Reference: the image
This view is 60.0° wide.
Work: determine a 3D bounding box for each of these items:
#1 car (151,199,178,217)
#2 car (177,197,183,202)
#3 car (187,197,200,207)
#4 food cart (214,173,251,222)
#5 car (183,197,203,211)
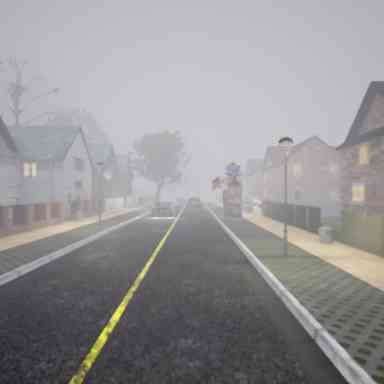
[{"bbox_3d":[-2.708,1.549,31.558,1.994,1.385,4.181,0,0,0],"label":"car"},{"bbox_3d":[-2.416,1.683,73.962,1.895,1.301,4.718,0,0,0],"label":"car"},{"bbox_3d":[0.225,1.548,52.164,1.837,1.490,4.892,0,0,0],"label":"car"},{"bbox_3d":[3.098,0.452,26.494,2.280,3.560,4.660,-1,-1,0],"label":"food cart"},{"bbox_3d":[0.246,1.365,41.670,2.097,1.767,4.553,0,0,1],"label":"car"}]
